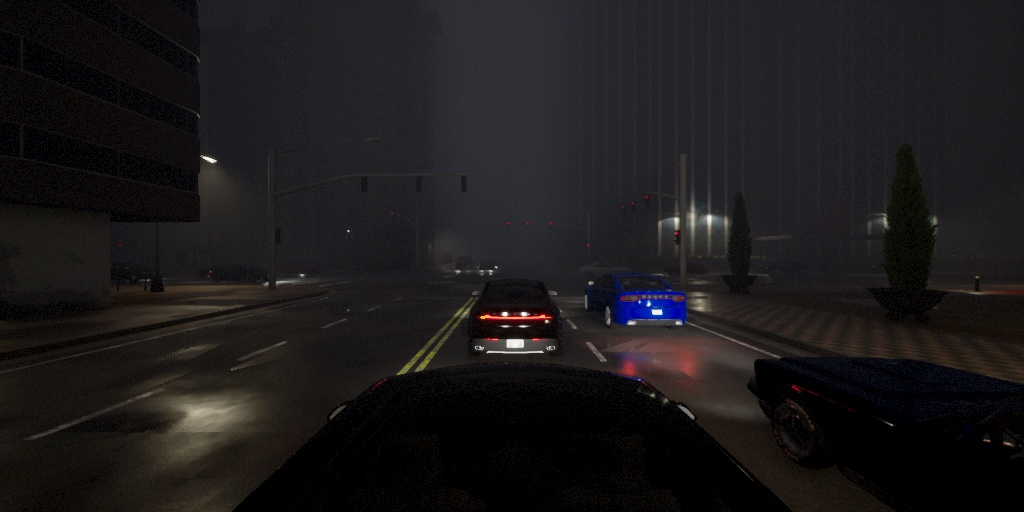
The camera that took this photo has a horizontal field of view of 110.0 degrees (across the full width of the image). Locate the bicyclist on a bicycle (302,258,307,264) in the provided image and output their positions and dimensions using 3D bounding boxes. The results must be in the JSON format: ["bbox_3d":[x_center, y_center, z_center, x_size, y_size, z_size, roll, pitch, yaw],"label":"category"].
[{"bbox_3d":[-26.424,1.051,45.450,0.582,1.620,1.656,0,0,-1],"label":"bicyclist on a bicycle"}]

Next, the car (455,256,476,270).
[{"bbox_3d":[-7.100,0.970,54.032,2.150,2.045,5.566,0,0,0],"label":"car"}]

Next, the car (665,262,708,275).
[{"bbox_3d":[18.702,1.314,38.627,4.181,1.385,1.994,0,0,-1],"label":"car"}]

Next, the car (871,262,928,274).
[{"bbox_3d":[41.898,1.103,38.841,4.553,1.767,2.097,0,0,0],"label":"car"}]

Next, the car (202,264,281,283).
[{"bbox_3d":[-20.685,1.314,27.526,4.181,1.385,1.994,0,0,-1],"label":"car"}]

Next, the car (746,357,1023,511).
[{"bbox_3d":[3.601,1.351,1.920,1.895,1.301,4.718,0,0,0],"label":"car"}]

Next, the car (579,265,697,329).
[{"bbox_3d":[3.574,1.228,11.265,1.882,1.535,5.008,0,0,0],"label":"car"}]

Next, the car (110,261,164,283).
[{"bbox_3d":[-29.606,1.241,27.441,4.902,1.511,2.128,0,0,0],"label":"car"}]

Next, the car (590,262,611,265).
[{"bbox_3d":[8.283,1.276,31.858,4.674,1.442,1.812,0,1,17],"label":"car"}]

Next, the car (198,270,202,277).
[{"bbox_3d":[-24.039,1.351,30.993,4.718,1.301,1.895,0,0,-1],"label":"car"}]

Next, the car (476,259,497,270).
[{"bbox_3d":[-3.602,1.314,51.492,1.994,1.385,4.181,0,0,0],"label":"car"}]

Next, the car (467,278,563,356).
[{"bbox_3d":[0.061,1.255,8.576,1.837,1.490,4.892,0,0,0],"label":"car"}]

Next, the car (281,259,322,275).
[{"bbox_3d":[-22.913,1.102,38.169,4.553,1.767,2.097,0,0,0],"label":"car"}]

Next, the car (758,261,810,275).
[{"bbox_3d":[29.316,1.255,38.734,4.892,1.490,1.837,0,0,-1],"label":"car"}]
